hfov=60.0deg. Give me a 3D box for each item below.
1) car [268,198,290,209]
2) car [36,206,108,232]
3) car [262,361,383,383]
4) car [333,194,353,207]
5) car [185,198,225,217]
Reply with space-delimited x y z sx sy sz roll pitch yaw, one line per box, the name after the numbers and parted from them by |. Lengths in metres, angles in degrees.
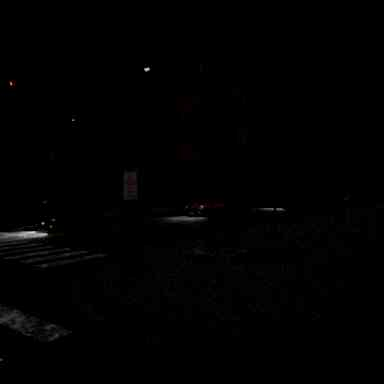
12.648 1.595 48.248 1.837 1.490 4.892 0 -1 36 | car
-7.218 1.581 20.314 1.994 1.385 4.181 0 0 35 | car
2.178 1.551 1.289 4.403 1.369 2.008 0 0 36 | car
24.063 1.347 52.899 2.150 2.045 5.566 0 0 35 | car
1.292 1.394 32.336 2.097 1.767 4.553 0 0 35 | car
